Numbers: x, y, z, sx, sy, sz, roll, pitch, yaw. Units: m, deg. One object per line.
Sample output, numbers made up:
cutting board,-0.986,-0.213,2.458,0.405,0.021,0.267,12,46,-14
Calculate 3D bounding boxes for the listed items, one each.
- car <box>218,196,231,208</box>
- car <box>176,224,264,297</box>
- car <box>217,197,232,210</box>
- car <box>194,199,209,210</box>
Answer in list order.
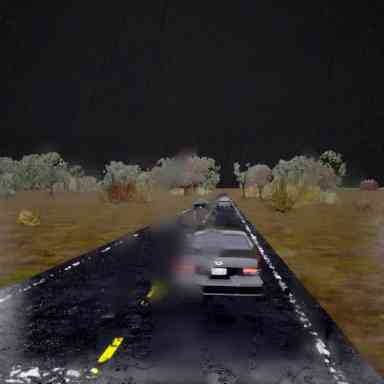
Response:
car,4.858,1.470,49.599,1.882,1.535,5.008,0,0,6
car,0.762,1.548,8.785,2.033,1.411,5.357,0,0,6
car,4.164,1.488,42.296,2.128,1.511,4.902,0,0,6
car,1.289,1.597,44.079,1.895,1.301,4.718,0,0,6
